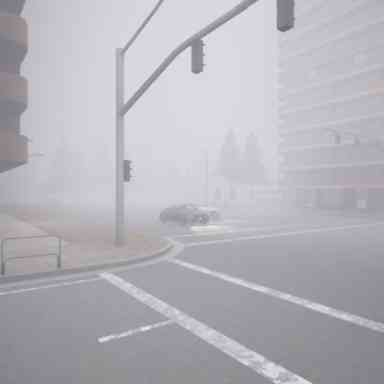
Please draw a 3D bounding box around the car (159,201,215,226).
[{"bbox_3d":[-0.610,1.554,23.468,1.994,1.385,4.181,0,0,-35],"label":"car"}]

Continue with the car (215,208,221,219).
[{"bbox_3d":[0.436,1.513,28.070,1.812,1.442,4.674,0,0,-35],"label":"car"}]
